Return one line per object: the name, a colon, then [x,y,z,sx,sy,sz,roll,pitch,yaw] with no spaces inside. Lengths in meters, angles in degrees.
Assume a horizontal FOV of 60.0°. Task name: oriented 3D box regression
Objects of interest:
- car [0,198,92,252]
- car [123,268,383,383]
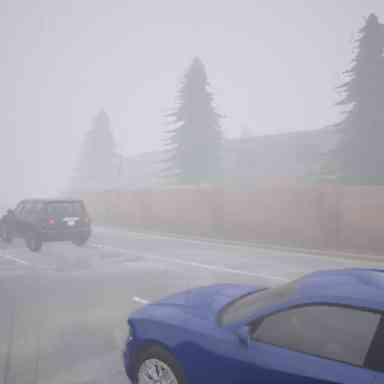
car: [-6.499,1.281,14.524,5.566,2.045,2.150,0,0,45]
car: [1.519,1.492,3.047,5.008,1.535,1.882,0,0,36]
